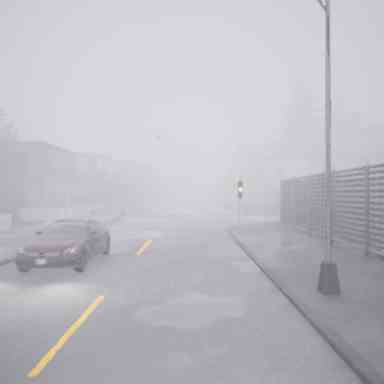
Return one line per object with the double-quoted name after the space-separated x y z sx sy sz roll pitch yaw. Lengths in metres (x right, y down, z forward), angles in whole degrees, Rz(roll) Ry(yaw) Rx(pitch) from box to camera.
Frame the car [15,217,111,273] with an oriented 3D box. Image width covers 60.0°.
-3.997 1.610 11.150 1.812 1.442 4.674 0 0 0 "car"
